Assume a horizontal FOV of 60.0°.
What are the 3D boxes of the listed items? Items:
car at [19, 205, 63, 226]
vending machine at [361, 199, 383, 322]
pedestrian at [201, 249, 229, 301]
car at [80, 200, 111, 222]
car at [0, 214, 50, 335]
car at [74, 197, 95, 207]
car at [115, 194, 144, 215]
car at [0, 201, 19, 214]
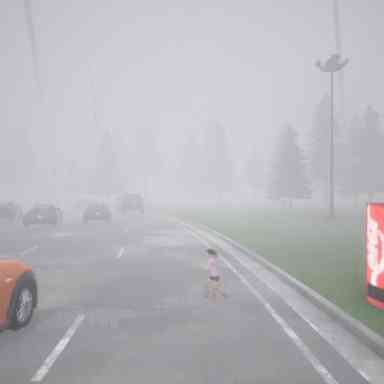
[{"bbox_3d":[-10.185,1.553,22.962,1.994,1.385,4.181,0,0,-15],"label":"car"},{"bbox_3d":[3.845,1.192,6.014,1.100,2.100,0.880,0,0,-4],"label":"vending machine"},{"bbox_3d":[0.452,1.670,6.852,0.500,1.100,0.500,0,0,-5],"label":"pedestrian"},{"bbox_3d":[-7.449,1.552,26.086,1.994,1.385,4.181,0,0,-16],"label":"car"},{"bbox_3d":[-3.711,1.351,4.028,2.097,1.767,4.553,0,0,-2],"label":"car"},{"bbox_3d":[-15.060,1.503,47.408,1.812,1.442,4.674,0,0,-43],"label":"car"},{"bbox_3d":[-6.515,1.201,34.503,2.150,2.045,5.566,0,-1,-22],"label":"car"},{"bbox_3d":[-14.803,1.480,26.286,2.128,1.511,4.902,0,0,-18],"label":"car"}]
